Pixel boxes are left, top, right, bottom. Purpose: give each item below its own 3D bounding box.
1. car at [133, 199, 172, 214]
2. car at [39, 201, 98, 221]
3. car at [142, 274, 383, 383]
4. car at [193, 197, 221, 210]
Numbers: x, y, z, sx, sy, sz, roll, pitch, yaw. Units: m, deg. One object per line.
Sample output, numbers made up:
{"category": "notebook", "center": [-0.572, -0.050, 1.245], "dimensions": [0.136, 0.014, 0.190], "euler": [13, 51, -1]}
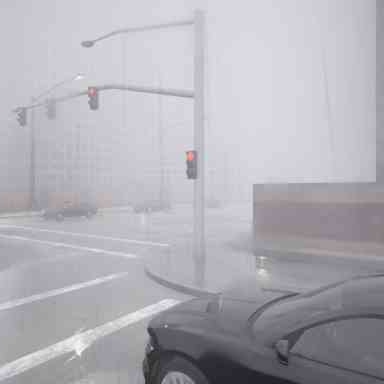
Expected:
{"category": "car", "center": [-4.146, 1.505, 35.555], "dimensions": [1.837, 1.490, 4.892], "euler": [0, 0, 36]}
{"category": "car", "center": [-10.075, 1.491, 27.417], "dimensions": [2.128, 1.511, 4.902], "euler": [0, 0, 34]}
{"category": "car", "center": [1.759, 1.478, 2.751], "dimensions": [5.008, 1.535, 1.882], "euler": [0, 0, 37]}
{"category": "car", "center": [2.025, 1.478, 44.009], "dimensions": [1.882, 1.535, 5.008], "euler": [0, 0, 36]}
